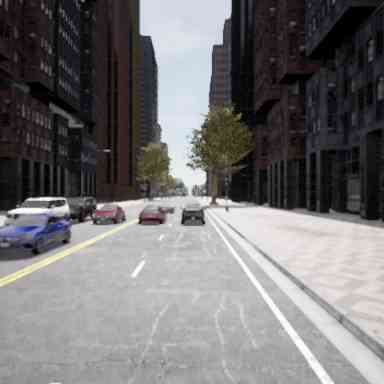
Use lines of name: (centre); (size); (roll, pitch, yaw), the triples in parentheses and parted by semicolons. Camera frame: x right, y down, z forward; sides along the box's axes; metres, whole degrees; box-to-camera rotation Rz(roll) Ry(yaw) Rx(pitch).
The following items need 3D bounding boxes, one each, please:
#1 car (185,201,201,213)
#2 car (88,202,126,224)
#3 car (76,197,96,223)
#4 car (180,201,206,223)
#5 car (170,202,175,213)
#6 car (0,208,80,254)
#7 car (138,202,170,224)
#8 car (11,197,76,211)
car: (0.121, 1.901, 43.407); (1.994, 1.385, 4.181); (0, 0, 0)
car: (-6.493, 1.730, 26.577); (1.812, 1.442, 4.674); (0, -1, 0)
car: (-9.722, 1.439, 28.450); (2.150, 2.045, 5.566); (0, 0, 0)
car: (0.096, 1.722, 27.365); (1.837, 1.490, 4.892); (0, 0, 0)
car: (-3.135, 1.928, 42.393); (1.895, 1.301, 4.718); (0, 0, 0)
car: (-6.580, 1.633, 14.069); (1.812, 1.442, 4.674); (0, 0, 1)
car: (-3.153, 1.777, 27.267); (1.994, 1.385, 4.181); (0, 0, 0)
car: (-9.779, 1.385, 21.613); (2.150, 2.045, 5.566); (0, 0, 0)
